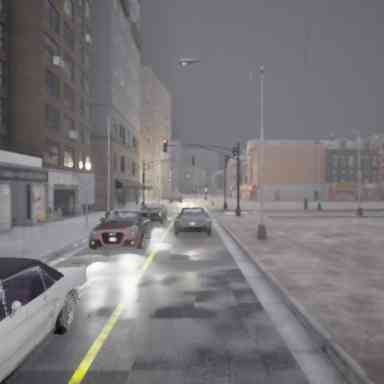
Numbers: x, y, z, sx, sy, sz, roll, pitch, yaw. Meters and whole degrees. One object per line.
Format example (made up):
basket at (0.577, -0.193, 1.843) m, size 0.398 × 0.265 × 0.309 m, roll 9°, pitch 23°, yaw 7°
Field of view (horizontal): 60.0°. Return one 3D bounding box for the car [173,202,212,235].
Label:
car at (0.047, 1.479, 18.061) m, size 1.994 × 1.385 × 4.181 m, roll 0°, pitch 0°, yaw 0°

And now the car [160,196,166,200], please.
car at (-5.354, 1.210, 79.427) m, size 4.674 × 1.442 × 1.812 m, roll 0°, pitch 0°, yaw 14°

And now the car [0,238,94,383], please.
car at (-2.849, 1.582, 3.921) m, size 1.895 × 1.301 × 4.718 m, roll 0°, pitch 0°, yaw 0°

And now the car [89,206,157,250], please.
car at (-2.817, 1.498, 13.937) m, size 1.994 × 1.385 × 4.181 m, roll 0°, pitch 0°, yaw 1°

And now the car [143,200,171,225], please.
car at (-2.755, 1.492, 23.474) m, size 1.895 × 1.301 × 4.718 m, roll 0°, pitch 0°, yaw 0°

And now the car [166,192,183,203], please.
car at (-2.807, 0.971, 57.313) m, size 2.150 × 2.045 × 5.566 m, roll 0°, pitch 0°, yaw 1°
